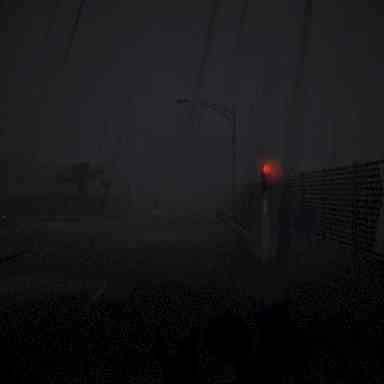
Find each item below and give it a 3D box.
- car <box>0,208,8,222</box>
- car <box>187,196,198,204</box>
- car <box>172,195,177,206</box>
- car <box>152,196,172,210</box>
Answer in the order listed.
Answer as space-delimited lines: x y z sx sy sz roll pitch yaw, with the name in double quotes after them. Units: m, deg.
-15.514 1.526 23.527 4.674 1.442 1.812 0 0 2 "car"
0.094 1.505 63.222 1.837 1.490 4.892 0 0 0 "car"
-4.005 1.478 56.285 1.882 1.535 5.008 0 0 0 "car"
-4.034 1.564 43.424 1.994 1.385 4.181 0 0 0 "car"
